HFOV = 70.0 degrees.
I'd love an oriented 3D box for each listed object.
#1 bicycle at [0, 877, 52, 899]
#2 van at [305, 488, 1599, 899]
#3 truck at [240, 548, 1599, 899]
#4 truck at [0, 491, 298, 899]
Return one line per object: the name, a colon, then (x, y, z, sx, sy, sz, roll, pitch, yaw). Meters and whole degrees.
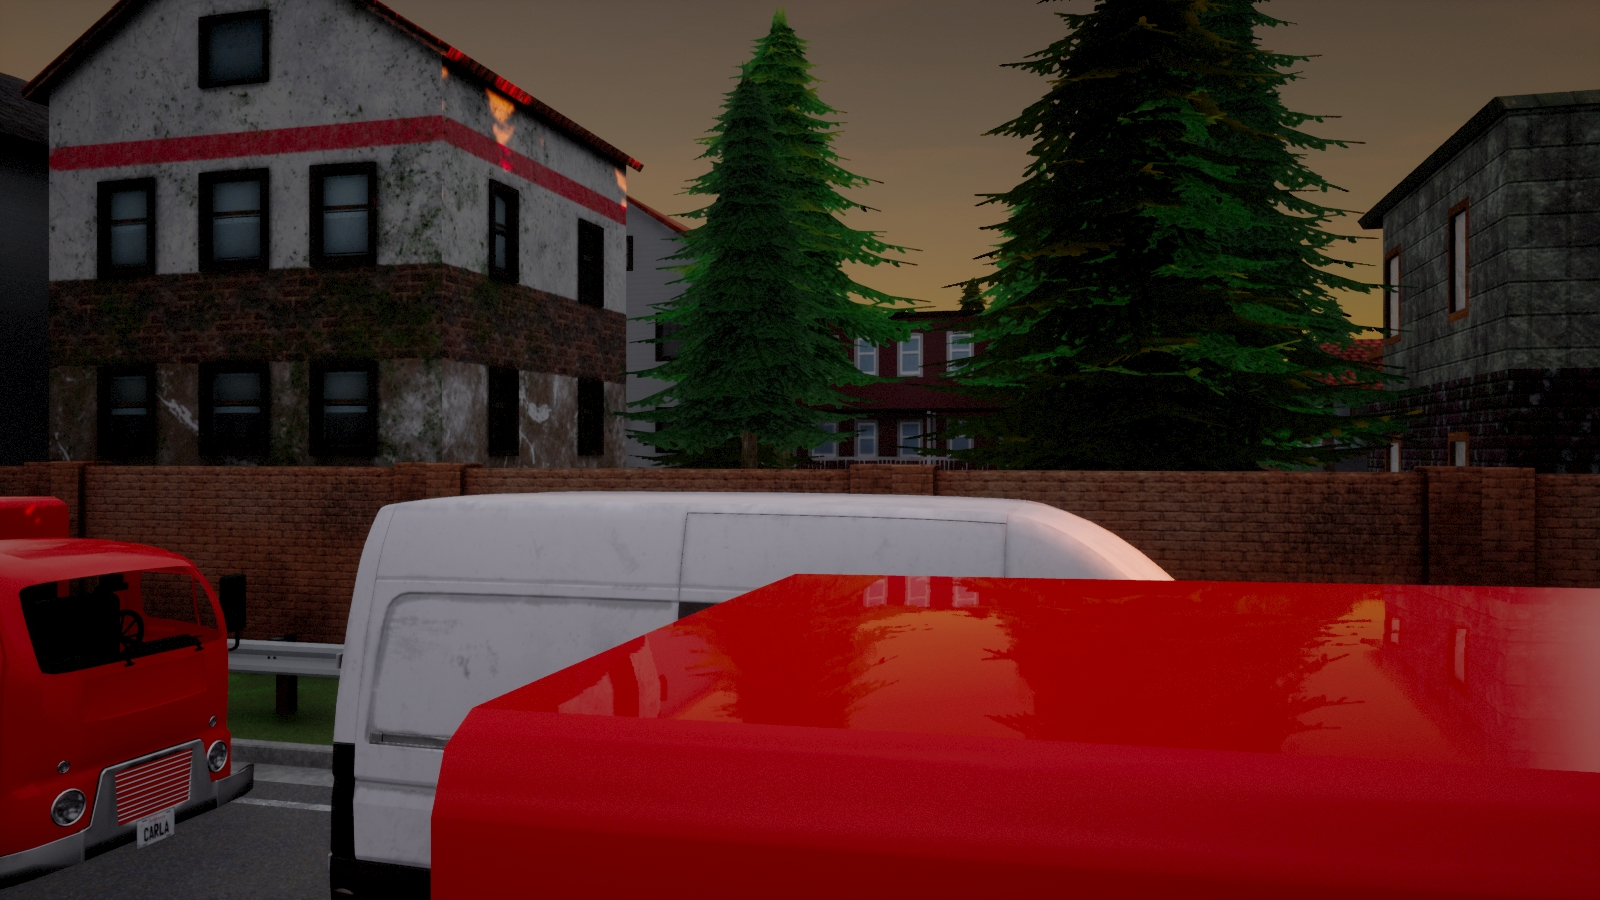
bicycle: (-3.101, 2.056, 3.494, 1.643, 1.496, 0.373, 0, 0, 16)
van: (0.608, 1.535, 6.000, 5.915, 2.561, 1.988, 0, 0, 15)
truck: (2.192, 1.568, 1.959, 5.204, 2.467, 2.627, 0, 0, 15)
truck: (-6.587, 1.568, 7.895, 5.204, 2.467, 2.627, 0, 0, 15)
